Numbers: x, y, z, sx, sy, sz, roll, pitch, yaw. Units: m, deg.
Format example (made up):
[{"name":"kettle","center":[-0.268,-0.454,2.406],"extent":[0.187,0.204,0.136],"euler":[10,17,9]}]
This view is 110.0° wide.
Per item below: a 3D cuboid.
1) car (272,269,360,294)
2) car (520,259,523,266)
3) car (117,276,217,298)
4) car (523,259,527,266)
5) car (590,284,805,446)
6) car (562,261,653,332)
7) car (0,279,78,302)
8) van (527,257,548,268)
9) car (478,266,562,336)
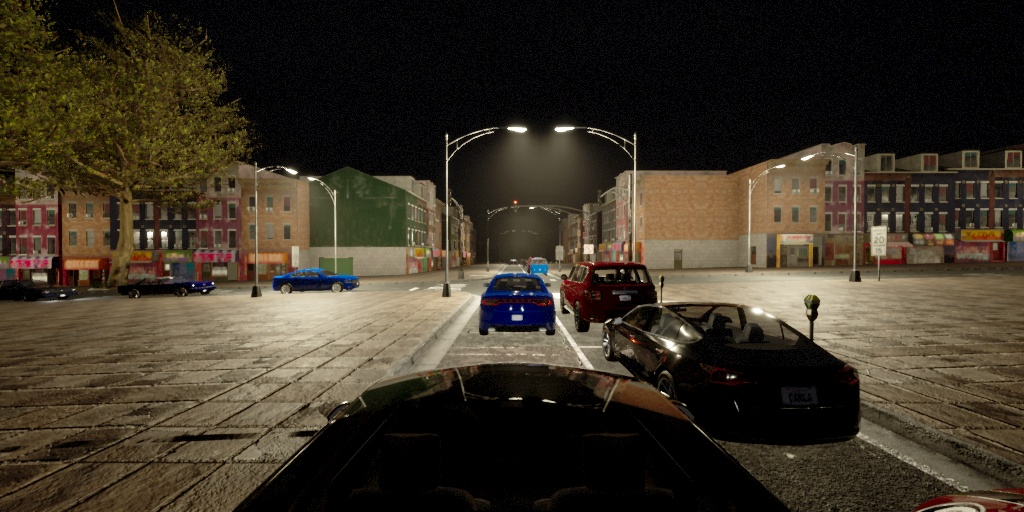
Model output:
[{"name":"car","center":[-12.234,1.542,22.547],"extent":[5.008,1.535,1.882],"euler":[-2,1,-1]},{"name":"car","center":[2.877,1.358,64.150],"extent":[2.007,1.370,4.403],"euler":[0,0,0]},{"name":"car","center":[-21.565,1.939,22.579],"extent":[4.718,1.301,1.895],"euler":[-2,1,0]},{"name":"car","center":[2.793,1.085,42.524],"extent":[2.192,1.841,5.009],"euler":[0,0,0]},{"name":"car","center":[2.648,1.315,5.356],"extent":[1.948,1.339,4.313],"euler":[0,0,0]},{"name":"car","center":[2.669,1.064,10.758],"extent":[2.192,1.841,5.009],"euler":[0,0,0]},{"name":"car","center":[-30.965,2.180,22.613],"extent":[5.357,1.411,2.033],"euler":[-2,1,1]},{"name":"van","center":[2.772,1.105,37.119],"extent":[1.690,1.789,3.998],"euler":[0,0,0]},{"name":"car","center":[0.147,1.227,10.482],"extent":[1.882,1.535,5.008],"euler":[0,0,1]}]
